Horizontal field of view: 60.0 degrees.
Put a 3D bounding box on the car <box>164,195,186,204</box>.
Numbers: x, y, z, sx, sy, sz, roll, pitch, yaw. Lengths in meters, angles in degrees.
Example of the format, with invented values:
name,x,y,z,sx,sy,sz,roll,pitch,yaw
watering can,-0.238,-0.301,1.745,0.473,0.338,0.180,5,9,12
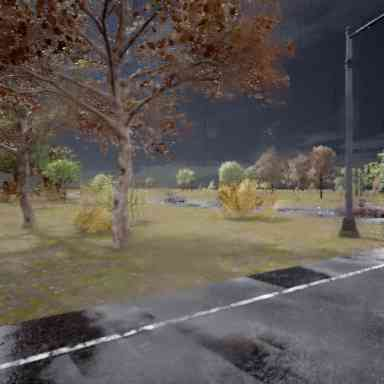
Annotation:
name,x,y,z,sx,sy,sz,roll,pitch,yaw
car,-2.715,1.117,52.426,1.994,1.385,4.181,-1,1,-35

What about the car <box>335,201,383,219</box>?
name,x,y,z,sx,sy,sz,roll,pitch,yaw
car,14.368,1.472,28.138,1.994,1.385,4.181,-1,1,-35
